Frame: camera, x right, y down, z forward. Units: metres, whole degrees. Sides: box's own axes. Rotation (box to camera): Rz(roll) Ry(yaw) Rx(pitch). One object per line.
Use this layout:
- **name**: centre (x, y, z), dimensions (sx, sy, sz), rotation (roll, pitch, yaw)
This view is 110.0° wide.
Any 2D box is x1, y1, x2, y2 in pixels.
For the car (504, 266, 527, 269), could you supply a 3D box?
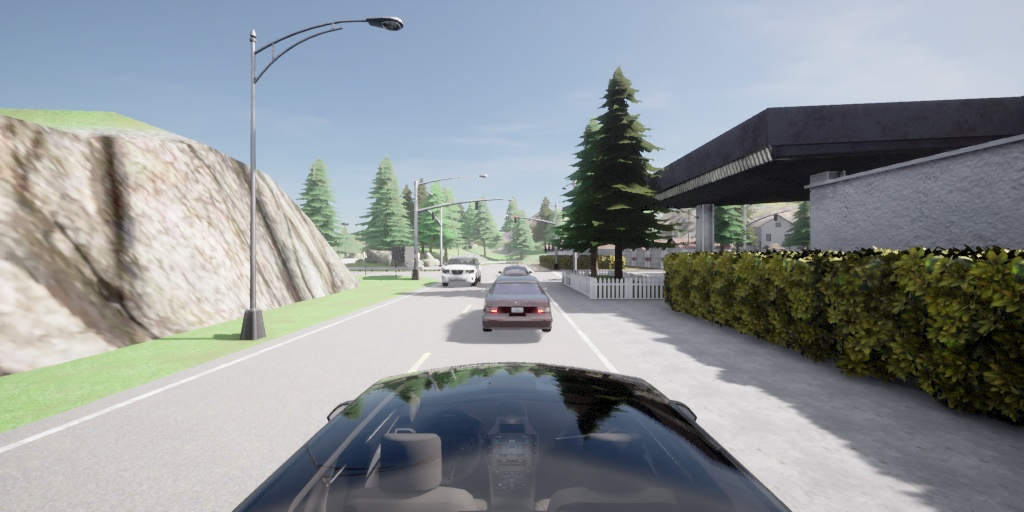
- **car**: centre (0.187, 1.276, 20.411), dimensions (1.812, 1.442, 4.674), rotation (0, 0, 0)

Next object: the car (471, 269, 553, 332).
- **car**: centre (0.139, 1.297, 10.825), dimensions (2.033, 1.411, 5.357), rotation (0, 0, 0)

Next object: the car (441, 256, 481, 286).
- **car**: centre (-3.391, 0.993, 25.011), dimensions (2.150, 2.045, 5.566), rotation (0, 0, 0)
